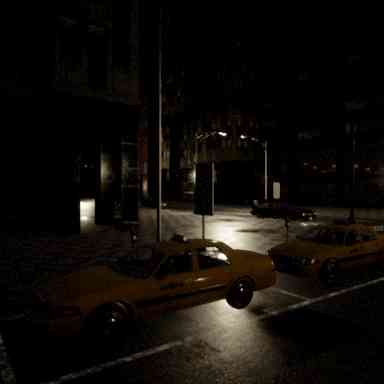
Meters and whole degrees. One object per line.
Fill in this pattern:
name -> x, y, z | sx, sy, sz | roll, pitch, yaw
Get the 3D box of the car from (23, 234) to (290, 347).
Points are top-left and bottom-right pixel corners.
car -> -0.468, 1.525, 6.305 | 4.829, 1.417, 1.752 | 0, 0, -35

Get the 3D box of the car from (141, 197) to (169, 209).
car -> -4.736, 1.372, 42.250 | 2.128, 1.511, 4.902 | 0, 0, -36

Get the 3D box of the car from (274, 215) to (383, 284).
car -> 4.099, 1.524, 9.548 | 4.829, 1.417, 1.752 | 0, 0, -35

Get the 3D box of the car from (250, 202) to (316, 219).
car -> 6.965, 1.489, 25.969 | 2.033, 1.411, 5.357 | 0, 0, -36
